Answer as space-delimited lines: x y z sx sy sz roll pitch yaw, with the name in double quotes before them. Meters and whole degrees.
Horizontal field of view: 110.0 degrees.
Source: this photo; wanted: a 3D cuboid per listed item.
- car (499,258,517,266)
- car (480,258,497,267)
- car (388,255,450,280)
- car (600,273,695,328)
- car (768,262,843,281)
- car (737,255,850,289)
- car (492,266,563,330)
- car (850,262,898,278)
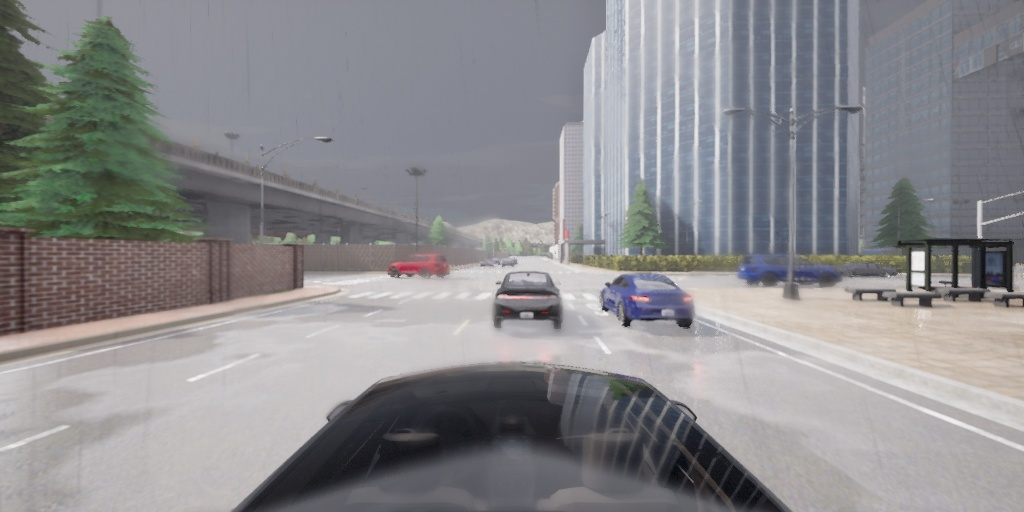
"car" -0.651 1.118 59.156 1.812 1.442 4.674 0 0 3
"car" -4.157 1.190 59.144 1.895 1.301 4.718 0 0 3
"car" -7.971 0.912 30.698 5.566 2.045 2.150 0 -1 25
"car" 4.005 1.254 11.193 1.812 1.442 4.674 0 0 3
"car" 24.304 1.274 29.855 4.674 1.442 1.812 0 0 3
"car" 17.814 0.981 23.270 5.566 2.045 2.150 0 0 6
"car" 0.492 1.214 11.002 2.128 1.511 4.902 0 0 3
"car" 31.900 1.294 32.961 5.357 1.411 2.033 0 0 3
